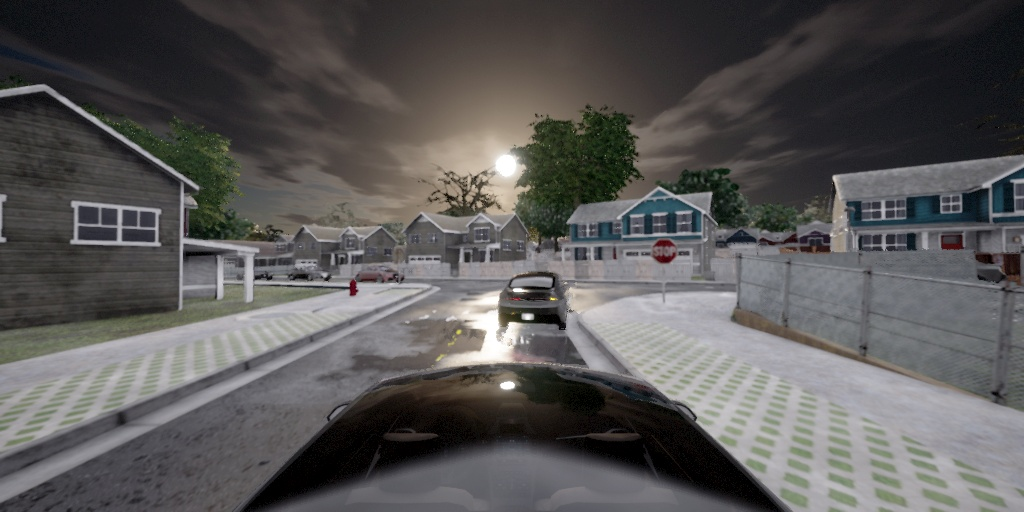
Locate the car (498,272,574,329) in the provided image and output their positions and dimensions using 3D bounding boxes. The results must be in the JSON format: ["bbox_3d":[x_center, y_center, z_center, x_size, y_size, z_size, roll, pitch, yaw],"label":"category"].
[{"bbox_3d":[0.846,1.223,11.204,1.837,1.490,4.892,0,0,11],"label":"car"}]

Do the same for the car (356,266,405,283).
[{"bbox_3d":[-10.467,1.458,28.475,4.181,1.385,1.994,-2,-2,32],"label":"car"}]

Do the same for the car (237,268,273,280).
[{"bbox_3d":[-27.705,1.967,38.671,4.181,1.385,1.994,-2,-2,30],"label":"car"}]

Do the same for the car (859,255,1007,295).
[{"bbox_3d":[15.707,0.724,14.374,4.892,1.490,1.837,-2,-2,35],"label":"car"}]

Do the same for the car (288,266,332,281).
[{"bbox_3d":[-19.007,1.638,33.656,4.902,1.511,2.128,-2,-2,30],"label":"car"}]
